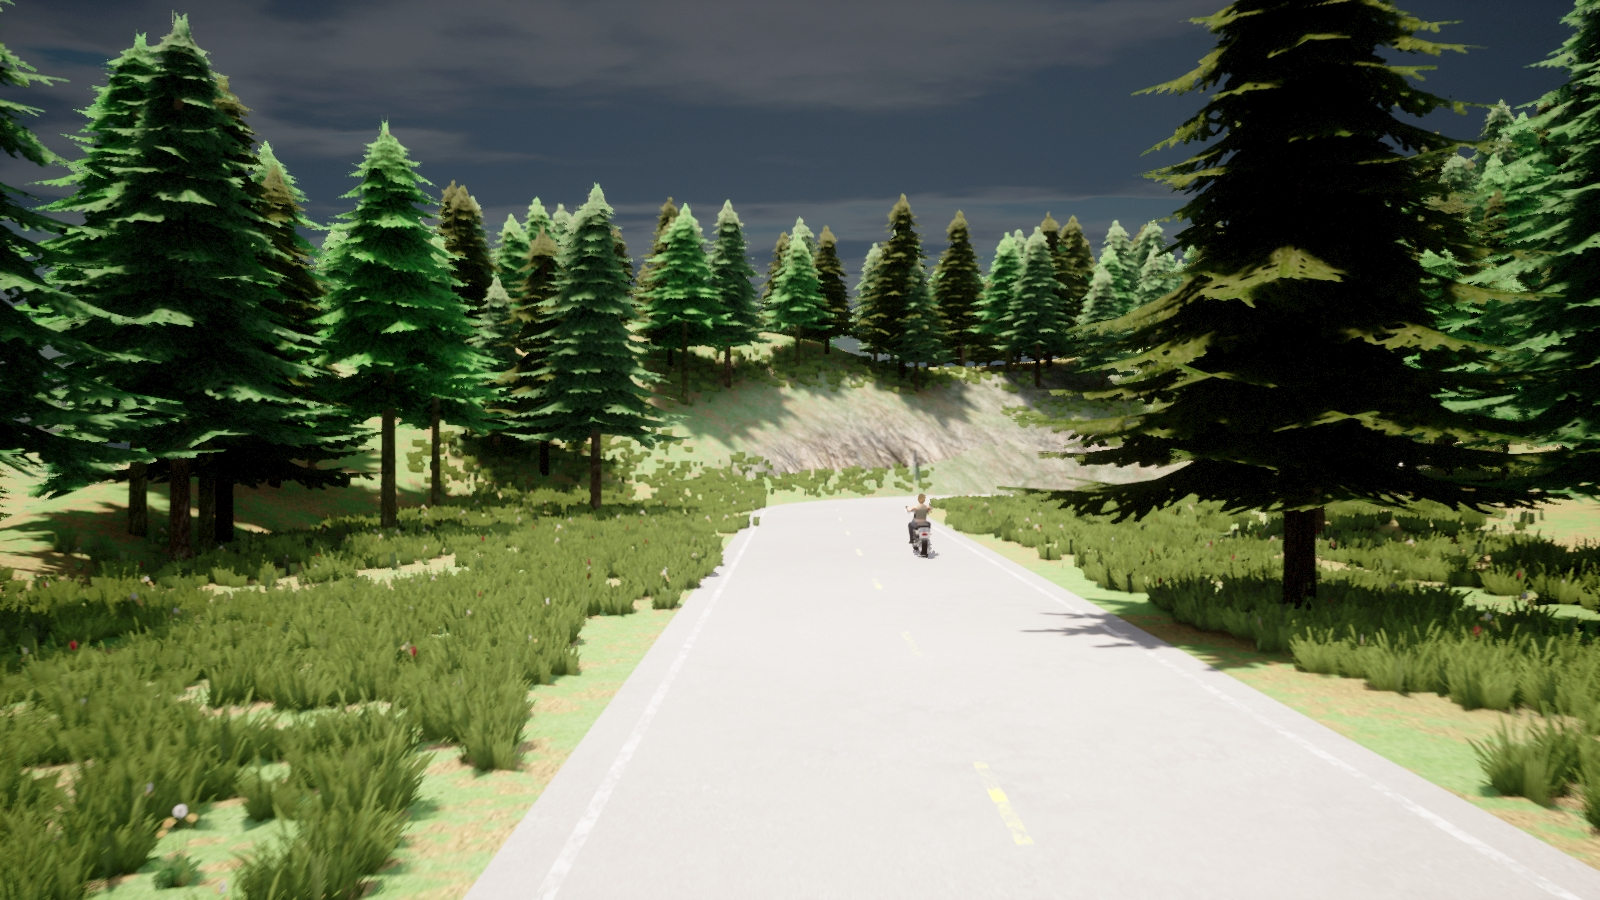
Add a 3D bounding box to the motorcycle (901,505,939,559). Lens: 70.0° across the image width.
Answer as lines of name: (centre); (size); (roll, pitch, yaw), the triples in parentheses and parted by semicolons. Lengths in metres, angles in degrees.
motorcycle: (3.193, 2.150, 30.487); (0.764, 1.277, 2.356); (0, 0, 0)
